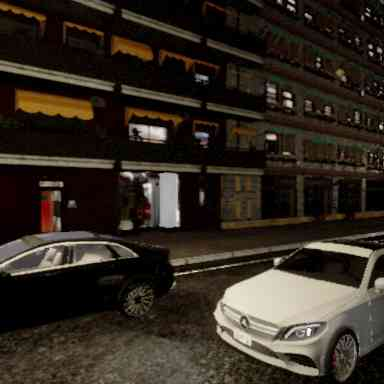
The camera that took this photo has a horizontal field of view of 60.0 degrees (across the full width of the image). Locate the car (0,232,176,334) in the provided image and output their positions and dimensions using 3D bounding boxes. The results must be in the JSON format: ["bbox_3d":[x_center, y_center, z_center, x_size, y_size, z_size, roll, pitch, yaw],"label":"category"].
[{"bbox_3d":[-2.609,1.508,5.844,4.902,1.511,2.128,1,0,-36],"label":"car"}]

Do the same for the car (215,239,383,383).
[{"bbox_3d":[2.517,1.573,5.530,4.674,1.442,1.812,1,0,-36],"label":"car"}]
